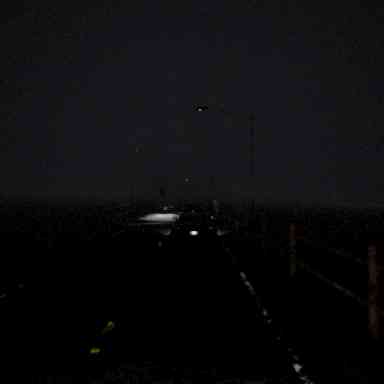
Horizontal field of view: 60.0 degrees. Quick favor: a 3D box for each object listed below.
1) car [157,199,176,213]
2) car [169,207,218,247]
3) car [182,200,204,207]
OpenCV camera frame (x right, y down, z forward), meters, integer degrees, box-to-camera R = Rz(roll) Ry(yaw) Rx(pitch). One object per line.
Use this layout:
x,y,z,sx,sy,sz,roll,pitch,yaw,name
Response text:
-2.854,1.561,38.069,2.128,1.511,4.902,0,0,0,car
0.083,1.590,15.158,1.994,1.385,4.181,0,0,0,car
0.083,1.534,31.521,1.882,1.535,5.008,0,0,0,car
